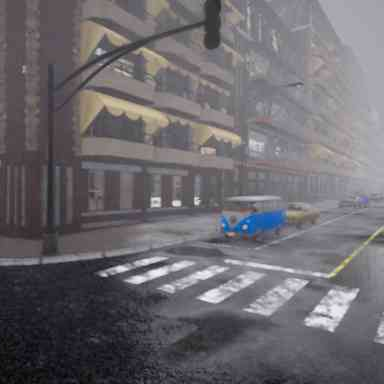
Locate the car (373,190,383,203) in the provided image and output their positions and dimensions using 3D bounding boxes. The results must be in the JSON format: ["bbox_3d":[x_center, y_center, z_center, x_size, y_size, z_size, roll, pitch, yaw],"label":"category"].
[{"bbox_3d":[25.280,0.754,46.539,1.947,1.339,4.313,2,2,35],"label":"car"}]

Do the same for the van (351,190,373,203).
[{"bbox_3d":[18.833,0.683,37.373,1.690,1.788,3.998,2,2,35],"label":"van"}]

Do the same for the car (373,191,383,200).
[{"bbox_3d":[31.730,0.586,55.699,2.008,1.369,4.403,2,2,35],"label":"car"}]

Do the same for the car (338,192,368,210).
[{"bbox_3d":[15.605,0.970,32.799,2.008,1.369,4.403,2,2,35],"label":"car"}]

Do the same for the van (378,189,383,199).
[{"bbox_3d":[34.958,0.301,60.273,1.690,1.788,3.998,2,2,35],"label":"van"}]

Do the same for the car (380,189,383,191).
[{"bbox_3d":[28.505,0.657,51.118,1.887,1.381,4.507,2,2,35],"label":"car"}]

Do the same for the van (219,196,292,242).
[{"bbox_3d":[2.708,1.070,14.474,1.690,1.788,3.998,2,2,35],"label":"van"}]

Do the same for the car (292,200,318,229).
[{"bbox_3d":[5.833,1.179,18.919,1.752,1.417,4.829,2,2,35],"label":"car"}]
